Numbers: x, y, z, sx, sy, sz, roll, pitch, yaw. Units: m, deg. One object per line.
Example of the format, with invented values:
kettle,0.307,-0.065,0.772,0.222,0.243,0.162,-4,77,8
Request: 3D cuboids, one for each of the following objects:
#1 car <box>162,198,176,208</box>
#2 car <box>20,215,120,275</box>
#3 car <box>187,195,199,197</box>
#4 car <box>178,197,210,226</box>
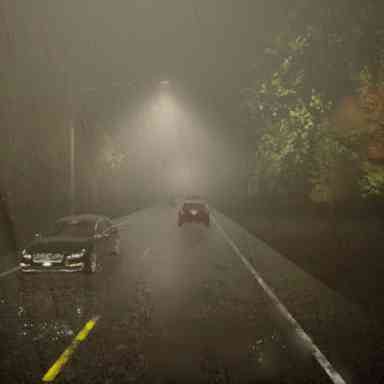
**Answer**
car,-3.496,1.664,51.129,1.837,1.490,4.892,0,0,0
car,-3.587,1.546,10.656,1.837,1.490,4.892,0,0,0
car,0.163,1.365,45.877,2.150,2.045,5.566,0,0,0
car,0.134,1.433,24.087,2.097,1.767,4.553,0,0,0
